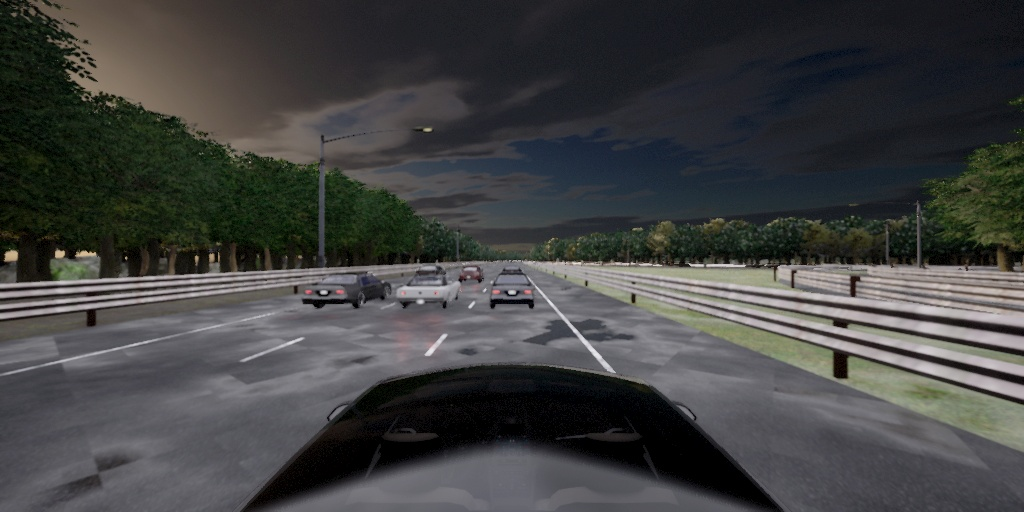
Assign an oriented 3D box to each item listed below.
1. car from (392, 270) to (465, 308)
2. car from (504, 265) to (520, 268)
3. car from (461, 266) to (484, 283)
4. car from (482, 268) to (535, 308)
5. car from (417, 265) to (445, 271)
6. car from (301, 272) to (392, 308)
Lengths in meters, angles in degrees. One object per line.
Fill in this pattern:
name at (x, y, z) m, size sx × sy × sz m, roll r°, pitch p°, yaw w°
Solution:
car at (-3.498, 1.483, 15.957) m, size 1.895 × 1.301 × 4.718 m, roll 0°, pitch -1°, yaw 0°
car at (0.004, 1.522, 31.147) m, size 2.128 × 1.511 × 4.902 m, roll 0°, pitch 0°, yaw 0°
car at (-3.495, 1.556, 31.223) m, size 1.812 × 1.442 × 4.674 m, roll 0°, pitch 0°, yaw 0°
car at (0.001, 1.429, 15.842) m, size 2.033 × 1.411 × 5.357 m, roll 0°, pitch -1°, yaw 0°
car at (-6.994, 1.509, 31.319) m, size 1.882 × 1.535 × 5.008 m, roll 0°, pitch 0°, yaw 0°
car at (-6.999, 1.429, 15.842) m, size 2.033 × 1.411 × 5.357 m, roll 0°, pitch -1°, yaw 0°
